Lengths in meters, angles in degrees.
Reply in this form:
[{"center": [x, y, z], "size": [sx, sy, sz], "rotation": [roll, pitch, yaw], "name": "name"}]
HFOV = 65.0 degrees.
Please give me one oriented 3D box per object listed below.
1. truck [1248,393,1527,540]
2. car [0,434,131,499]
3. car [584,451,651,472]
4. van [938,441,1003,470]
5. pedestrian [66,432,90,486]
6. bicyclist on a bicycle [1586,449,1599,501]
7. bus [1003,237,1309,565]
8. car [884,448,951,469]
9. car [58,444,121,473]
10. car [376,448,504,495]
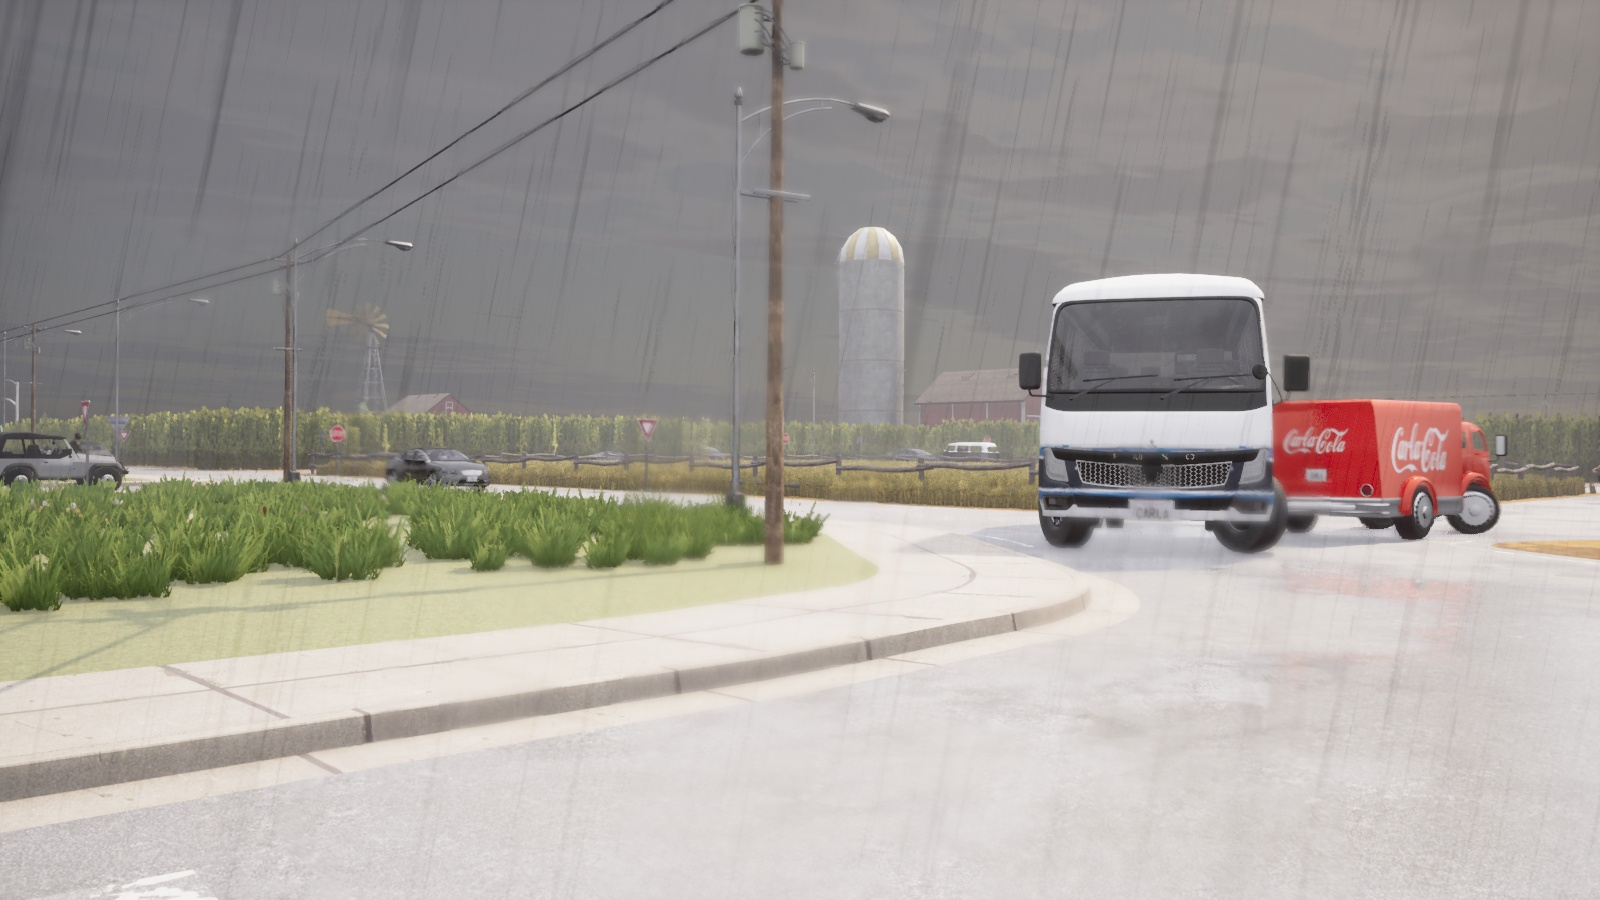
[{"center": [11.114, 0.306, 23.635], "size": [5.204, 2.467, 2.627], "rotation": [0, -1, -38], "name": "truck"}, {"center": [-22.844, 0.485, 38.365], "size": [3.866, 1.878, 1.905], "rotation": [0, 0, -44], "name": "car"}, {"center": [-12.732, 0.783, 87.716], "size": [4.181, 1.385, 1.994], "rotation": [0, 0, -43], "name": "car"}, {"center": [12.610, 0.391, 93.000], "size": [2.069, 2.038, 4.480], "rotation": [0, 1, -42], "name": "van"}, {"center": [-26.125, 0.337, 45.435], "size": [0.692, 1.930, 0.395], "rotation": [0, 0, -35], "name": "pedestrian"}, {"center": [25.615, 0.788, 39.840], "size": [0.866, 1.612, 1.509], "rotation": [0, 0, 43], "name": "bicyclist on a bicycle"}, {"center": [6.261, -0.619, 21.791], "size": [3.944, 4.253, 10.273], "rotation": [0, 0, 17], "name": "bus"}, {"center": [8.627, 0.631, 92.805], "size": [1.837, 1.490, 4.892], "rotation": [0, 0, -44], "name": "car"}, {"center": [-42.238, 0.487, 74.622], "size": [2.242, 1.667, 4.611], "rotation": [0, 0, -43], "name": "car"}, {"center": [-12.191, 0.683, 42.334], "size": [2.128, 1.511, 4.902], "rotation": [0, 0, -43], "name": "car"}]
